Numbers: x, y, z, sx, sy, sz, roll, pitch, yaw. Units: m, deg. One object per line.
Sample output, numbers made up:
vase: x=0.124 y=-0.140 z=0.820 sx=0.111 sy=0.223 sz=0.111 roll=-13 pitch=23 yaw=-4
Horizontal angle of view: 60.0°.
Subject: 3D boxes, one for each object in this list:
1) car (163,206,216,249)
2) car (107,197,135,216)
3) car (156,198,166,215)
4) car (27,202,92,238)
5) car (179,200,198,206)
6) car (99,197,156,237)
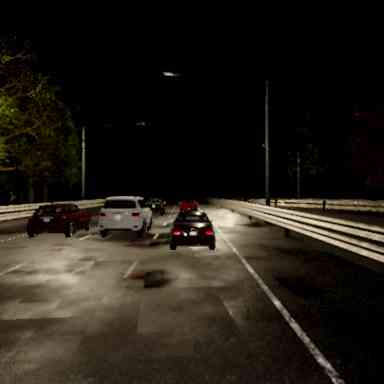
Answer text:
car: x=0.012 y=1.578 z=14.705 sx=2.033 sy=1.411 sz=5.357 roll=0 pitch=0 yaw=-1
car: x=-7.334 y=1.445 z=34.778 sx=2.097 sy=1.767 sz=4.553 roll=0 pitch=0 yaw=-1
car: x=-3.834 y=1.444 z=34.801 sx=2.097 sy=1.767 sz=4.553 roll=0 pitch=0 yaw=-1
car: x=-7.034 y=1.393 z=18.176 sx=2.097 sy=1.767 sz=4.553 roll=0 pitch=0 yaw=0
car: x=-0.373 y=1.575 z=36.623 sx=1.882 sy=1.535 sz=5.008 roll=0 pitch=0 yaw=-1
car: x=-3.532 y=1.263 z=18.452 sx=2.150 sy=2.045 sz=5.566 roll=0 pitch=0 yaw=-1
